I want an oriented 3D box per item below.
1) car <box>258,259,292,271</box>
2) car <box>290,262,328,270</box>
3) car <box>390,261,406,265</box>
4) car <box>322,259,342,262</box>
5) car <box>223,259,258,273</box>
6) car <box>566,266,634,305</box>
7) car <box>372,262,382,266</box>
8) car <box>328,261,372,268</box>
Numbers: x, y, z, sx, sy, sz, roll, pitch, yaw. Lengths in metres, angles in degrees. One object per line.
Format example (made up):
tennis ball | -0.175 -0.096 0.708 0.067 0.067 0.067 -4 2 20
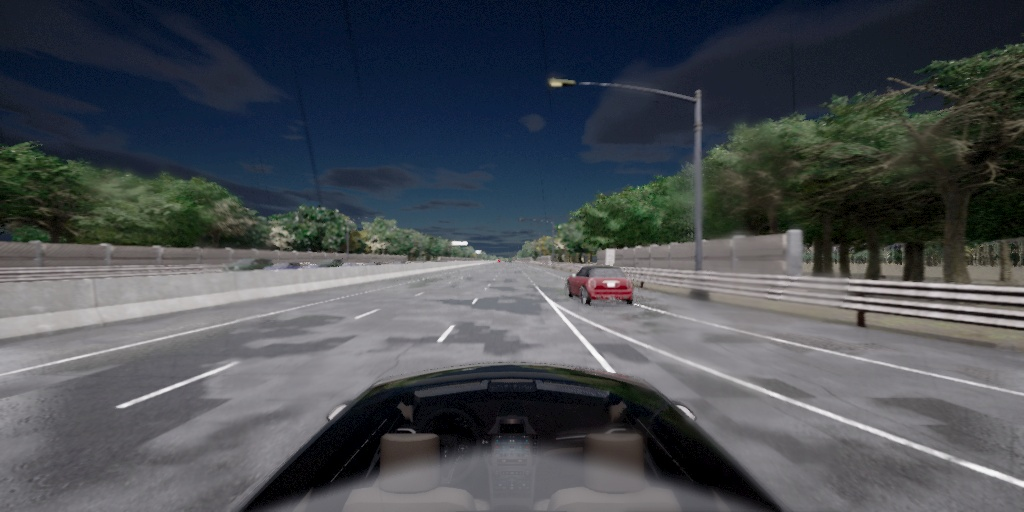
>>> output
car | -24.575 1.432 38.752 2.097 1.767 4.553 0 0 0
car | -21.078 1.628 38.730 2.033 1.411 5.357 0 -1 0
car | -17.596 1.582 55.464 2.097 1.767 4.553 0 -1 0
car | -28.071 1.451 55.455 2.150 2.045 5.566 0 0 0
car | -28.069 1.303 38.585 2.150 2.045 5.566 0 -1 0
car | 3.987 1.238 17.005 2.097 1.767 4.553 0 -1 -4
car | -21.092 1.727 54.614 1.837 1.490 4.892 0 0 1
car | -17.582 1.578 39.216 2.128 1.511 4.902 0 -1 0
